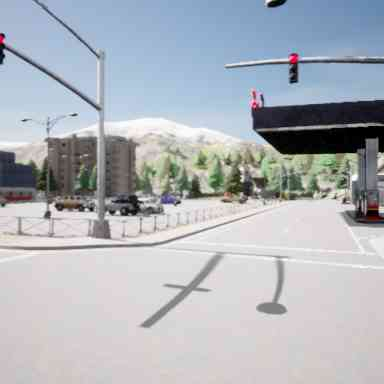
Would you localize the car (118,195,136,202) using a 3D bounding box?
[{"bbox_3d":[-15.021,1.459,77.097,3.633,1.501,1.845,0,0,22],"label":"car"}]

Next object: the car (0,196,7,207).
[{"bbox_3d":[-27.531,1.244,45.176,5.027,1.636,2.152,0,0,22],"label":"car"}]

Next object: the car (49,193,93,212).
[{"bbox_3d":[-12.567,1.169,35.790,4.605,1.855,1.932,0,0,22],"label":"car"}]

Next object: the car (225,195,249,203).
[{"bbox_3d":[9.144,1.395,67.412,4.514,1.523,2.007,0,0,22],"label":"car"}]

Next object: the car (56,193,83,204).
[{"bbox_3d":[-22.068,1.186,59.901,4.605,1.855,1.932,0,0,22],"label":"car"}]

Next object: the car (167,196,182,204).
[{"bbox_3d":[-3.508,1.387,56.345,3.633,1.501,1.845,0,0,22],"label":"car"}]

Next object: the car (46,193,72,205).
[{"bbox_3d":[-22.768,1.165,57.050,3.866,1.878,1.905,0,0,22],"label":"car"}]

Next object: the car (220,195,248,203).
[{"bbox_3d":[8.025,1.387,64.481,5.027,1.636,2.152,0,0,22],"label":"car"}]

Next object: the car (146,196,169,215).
[{"bbox_3d":[-4.683,1.423,32.668,3.806,1.475,1.970,0,0,22],"label":"car"}]

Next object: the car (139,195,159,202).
[{"bbox_3d":[-9.244,1.462,71.568,3.806,1.475,1.970,0,0,22],"label":"car"}]

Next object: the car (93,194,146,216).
[{"bbox_3d":[-6.488,1.140,29.810,3.866,1.878,1.905,0,0,22],"label":"car"}]
